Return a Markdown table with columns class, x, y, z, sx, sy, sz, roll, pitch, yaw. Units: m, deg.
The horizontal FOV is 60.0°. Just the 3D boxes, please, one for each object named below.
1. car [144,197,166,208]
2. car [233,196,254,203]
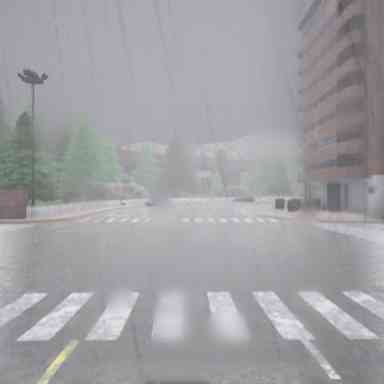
| class | x | y | z | sx | sy | sz | roll | pitch | yaw |
| --- | --- | --- | --- | --- | --- | --- | --- | --- | --- |
| car | -5.269 | 1.542 | 48.274 | 1.837 | 1.490 | 4.892 | -2 | 0 | 17 |
| car | 10.536 | 1.497 | 68.025 | 4.902 | 1.511 | 2.128 | 0 | 0 | -29 |
